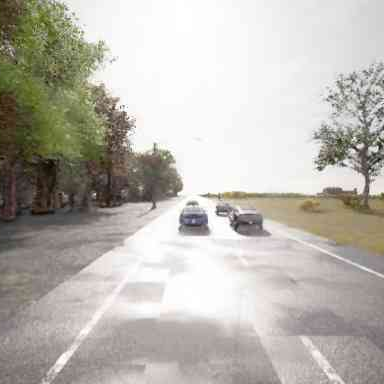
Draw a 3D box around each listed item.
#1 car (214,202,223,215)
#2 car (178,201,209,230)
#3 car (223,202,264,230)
[{"bbox_3d":[3.562,1.835,38.041,2.033,1.411,5.357,0,0,0],"label":"car"},{"bbox_3d":[0.099,1.650,22.592,1.882,1.535,5.008,0,0,0],"label":"car"},{"bbox_3d":[3.521,1.660,22.311,2.128,1.511,4.902,0,-1,0],"label":"car"}]
